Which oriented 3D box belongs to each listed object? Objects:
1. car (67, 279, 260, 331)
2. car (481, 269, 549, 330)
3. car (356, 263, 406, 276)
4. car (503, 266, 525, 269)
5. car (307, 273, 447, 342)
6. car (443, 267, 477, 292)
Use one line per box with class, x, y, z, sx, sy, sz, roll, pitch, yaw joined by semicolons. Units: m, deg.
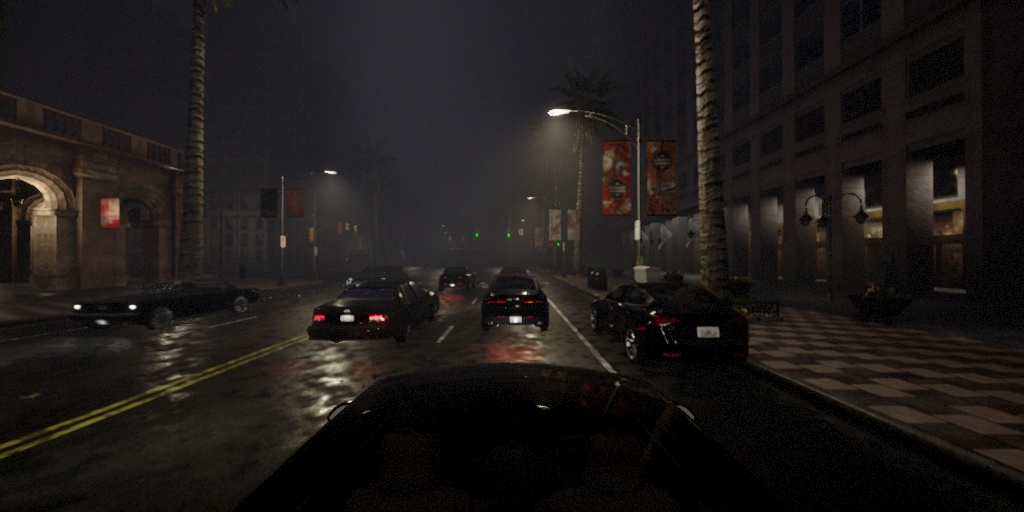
car;-10.579;1.422;11.465;1.895;1.301;4.718;0;0;0
car;0.085;1.328;11.366;1.837;1.490;4.892;0;0;0
car;-7.029;1.229;19.123;2.097;1.767;4.553;0;0;1
car;0.106;1.386;23.282;1.882;1.535;5.008;0;0;0
car;-3.399;1.358;9.948;2.033;1.411;5.357;0;0;0
car;-3.391;1.410;22.853;1.837;1.490;4.892;0;0;0
